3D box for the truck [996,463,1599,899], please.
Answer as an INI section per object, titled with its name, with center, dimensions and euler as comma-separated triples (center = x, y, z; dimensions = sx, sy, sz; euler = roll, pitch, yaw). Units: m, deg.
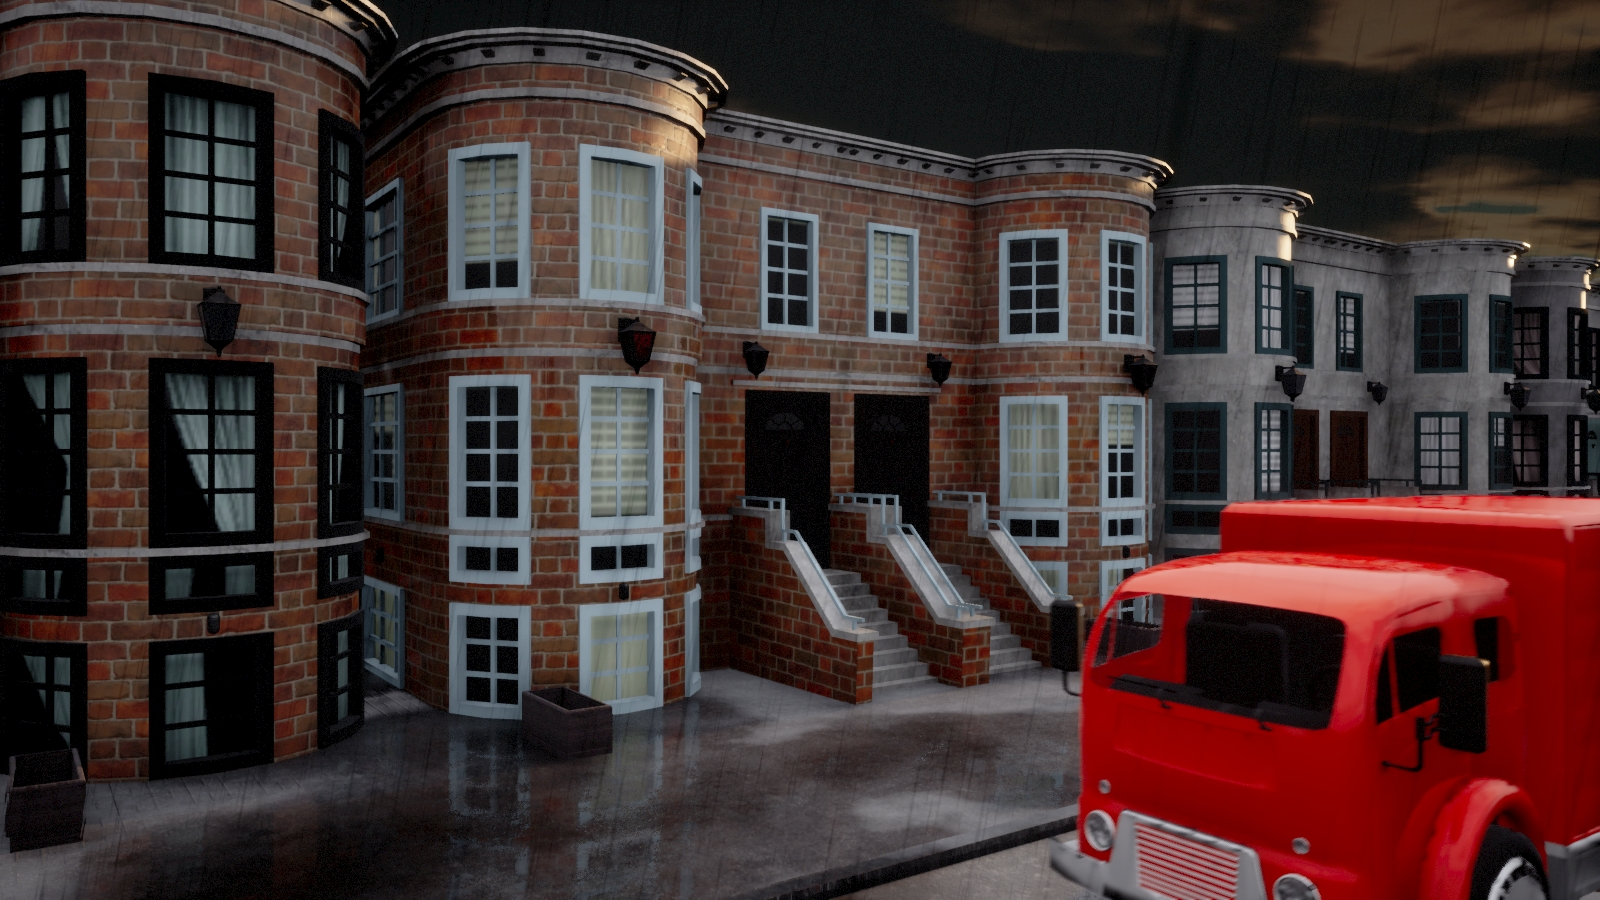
[truck]
center = 4.053, 1.344, 7.280
dimensions = 5.204, 2.467, 2.627
euler = 0, 0, -35
